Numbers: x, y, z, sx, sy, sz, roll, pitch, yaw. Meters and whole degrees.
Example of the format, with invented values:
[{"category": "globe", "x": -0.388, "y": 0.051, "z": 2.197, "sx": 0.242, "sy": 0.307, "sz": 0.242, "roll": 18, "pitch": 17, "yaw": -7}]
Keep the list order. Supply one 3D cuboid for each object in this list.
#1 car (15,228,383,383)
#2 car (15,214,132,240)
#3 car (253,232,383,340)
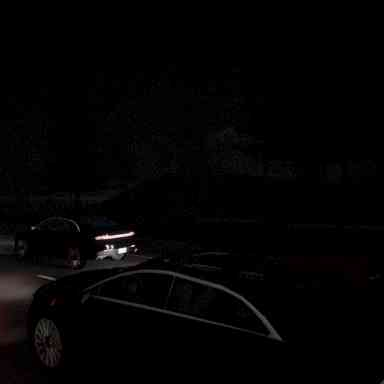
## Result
[{"category": "car", "x": -0.078, "y": 1.490, "z": 4.040, "sx": 4.902, "sy": 1.511, "sz": 2.128, "roll": 0, "pitch": 0, "yaw": 35}, {"category": "car", "x": -3.989, "y": 1.477, "z": 11.036, "sx": 4.902, "sy": 1.511, "sz": 2.128, "roll": 0, "pitch": 0, "yaw": 35}, {"category": "car", "x": 3.631, "y": 1.601, "z": 5.701, "sx": 4.718, "sy": 1.301, "sz": 1.895, "roll": 0, "pitch": 0, "yaw": 36}]
